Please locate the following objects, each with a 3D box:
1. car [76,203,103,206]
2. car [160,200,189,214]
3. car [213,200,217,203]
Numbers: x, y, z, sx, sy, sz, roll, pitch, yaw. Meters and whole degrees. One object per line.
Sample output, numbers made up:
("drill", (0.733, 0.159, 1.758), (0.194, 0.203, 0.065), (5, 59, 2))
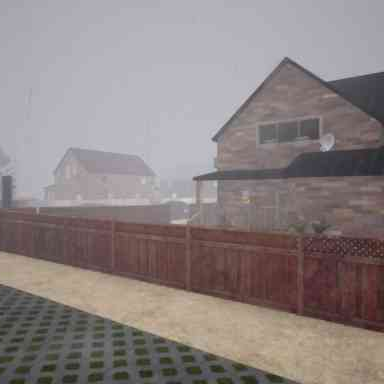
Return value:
("car", (-8.808, 1.667, 27.932), (2.033, 1.411, 5.357), (0, 0, 35))
("car", (-2.269, 1.697, 37.135), (1.837, 1.490, 4.892), (0, -1, 35))
("car", (4.154, 1.744, 46.130), (1.882, 1.535, 5.008), (0, 0, 36))
